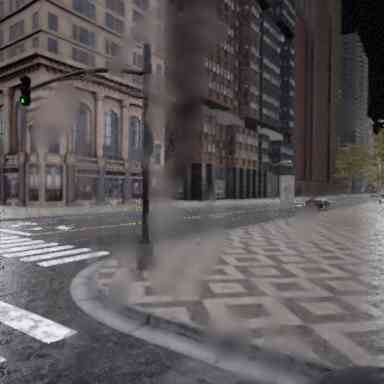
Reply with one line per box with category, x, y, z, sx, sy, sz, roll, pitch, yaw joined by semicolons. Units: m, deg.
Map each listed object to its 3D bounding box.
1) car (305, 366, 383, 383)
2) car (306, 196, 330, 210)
car;2.457;1.563;1.204;4.403;1.369;2.008;1;1;36
car;15.260;1.289;40.119;1.882;1.535;5.008;1;1;36
